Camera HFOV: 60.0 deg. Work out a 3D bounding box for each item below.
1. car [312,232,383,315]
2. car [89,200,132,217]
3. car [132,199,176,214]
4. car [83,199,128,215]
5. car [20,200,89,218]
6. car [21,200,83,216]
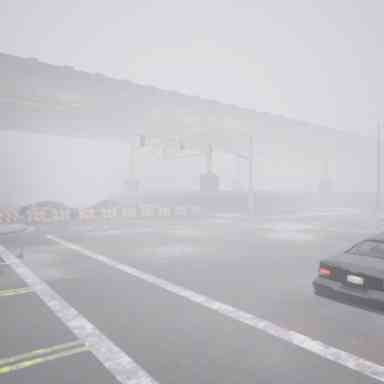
[{"bbox_3d":[4.866,1.575,7.214,5.357,1.411,2.033,0,0,-35],"label":"car"},{"bbox_3d":[-7.922,1.490,30.697,2.038,1.542,4.974,0,0,18],"label":"car"},{"bbox_3d":[-4.061,1.350,34.449,4.536,1.218,1.853,0,0,-7],"label":"car"},{"bbox_3d":[-7.905,1.333,30.747,1.853,1.218,4.536,0,0,18],"label":"car"},{"bbox_3d":[-11.667,1.475,28.013,4.974,1.542,2.038,0,0,8],"label":"car"},{"bbox_3d":[-11.718,1.318,28.020,4.536,1.218,1.853,0,0,8],"label":"car"}]
